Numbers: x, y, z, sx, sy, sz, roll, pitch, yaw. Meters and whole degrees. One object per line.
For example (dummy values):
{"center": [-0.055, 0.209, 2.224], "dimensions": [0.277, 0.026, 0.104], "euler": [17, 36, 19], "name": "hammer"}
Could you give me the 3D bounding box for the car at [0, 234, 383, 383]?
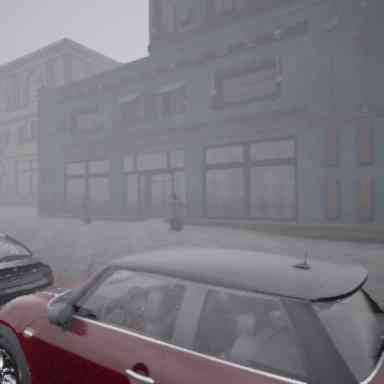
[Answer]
{"center": [-0.237, 1.380, 3.488], "dimensions": [4.553, 1.767, 2.185], "euler": [-1, 0, 36], "name": "car"}
